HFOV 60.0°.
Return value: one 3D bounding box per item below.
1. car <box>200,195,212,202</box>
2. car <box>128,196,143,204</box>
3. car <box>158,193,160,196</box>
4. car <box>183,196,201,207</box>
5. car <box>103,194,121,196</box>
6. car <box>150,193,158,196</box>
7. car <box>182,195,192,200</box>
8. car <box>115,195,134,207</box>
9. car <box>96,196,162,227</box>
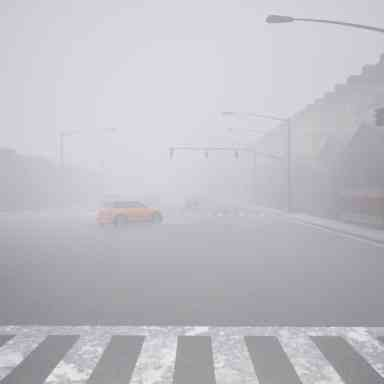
[{"bbox_3d":[3.399,1.547,73.968,1.994,1.385,4.181,0,0,-3],"label":"car"},{"bbox_3d":[-10.609,1.491,62.839,2.128,1.511,4.902,0,0,0],"label":"car"},{"bbox_3d":[-7.112,1.221,63.080,2.150,2.045,5.566,0,0,0],"label":"car"},{"bbox_3d":[0.050,1.601,50.298,1.895,1.301,4.718,0,0,0],"label":"car"},{"bbox_3d":[-10.605,1.221,43.309,2.150,2.045,5.566,0,0,2],"label":"car"},{"bbox_3d":[-7.124,1.352,52.503,2.097,1.767,4.553,0,0,0],"label":"car"},{"bbox_3d":[-1.003,1.500,81.736,1.837,1.490,4.892,0,0,-17],"label":"car"},{"bbox_3d":[-10.618,1.352,52.839,2.097,1.767,4.553,0,0,0],"label":"car"},{"bbox_3d":[-4.179,1.352,22.850,2.097,1.767,4.553,0,0,41],"label":"car"}]
